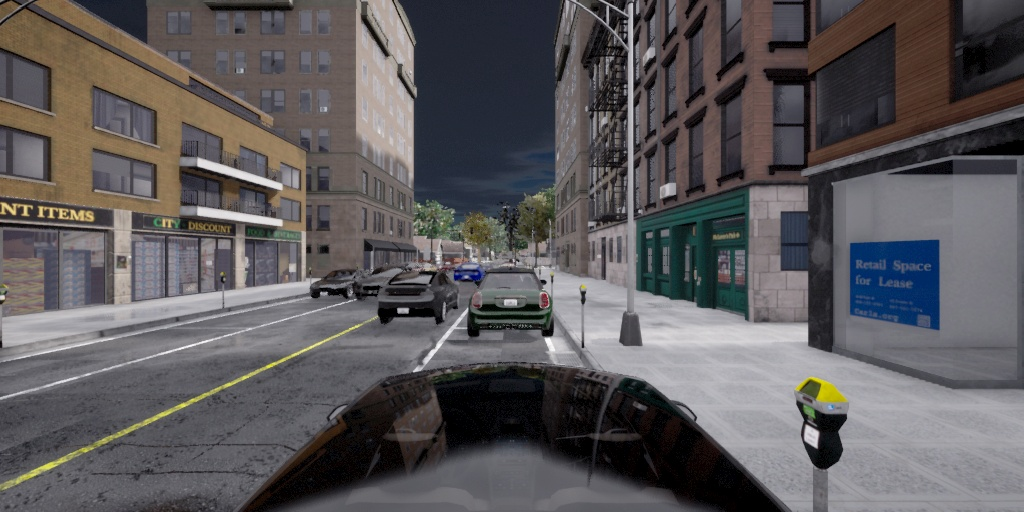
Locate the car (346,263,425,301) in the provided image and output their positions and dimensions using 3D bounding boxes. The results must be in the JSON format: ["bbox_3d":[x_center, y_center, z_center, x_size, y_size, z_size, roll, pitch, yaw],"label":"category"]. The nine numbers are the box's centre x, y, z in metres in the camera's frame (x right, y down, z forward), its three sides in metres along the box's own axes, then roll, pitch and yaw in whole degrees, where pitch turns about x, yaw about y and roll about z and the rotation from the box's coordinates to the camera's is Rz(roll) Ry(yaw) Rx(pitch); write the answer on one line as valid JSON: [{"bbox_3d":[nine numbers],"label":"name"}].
[{"bbox_3d":[-5.869,1.255,17.358,1.837,1.490,4.892,0,0,0],"label":"car"}]

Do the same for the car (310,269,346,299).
[{"bbox_3d":[-8.408,1.316,18.201,1.948,1.339,4.313,0,0,0],"label":"car"}]

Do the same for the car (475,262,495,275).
[{"bbox_3d":[-2.922,1.364,39.715,1.895,1.301,4.718,0,0,0],"label":"car"}]

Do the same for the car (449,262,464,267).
[{"bbox_3d":[-3.024,1.231,26.193,1.882,1.535,5.008,0,0,0],"label":"car"}]

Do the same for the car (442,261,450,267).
[{"bbox_3d":[-8.408,1.204,40.275,1.967,1.591,4.097,0,0,0],"label":"car"}]

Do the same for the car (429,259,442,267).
[{"bbox_3d":[-8.408,1.285,34.586,1.751,1.417,4.829,0,0,0],"label":"car"}]

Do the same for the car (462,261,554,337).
[{"bbox_3d":[-0.033,1.103,10.470,2.097,1.767,4.553,0,0,0],"label":"car"}]

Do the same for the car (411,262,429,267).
[{"bbox_3d":[-8.408,1.195,29.238,1.967,1.591,4.097,0,0,0],"label":"car"}]

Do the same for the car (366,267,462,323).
[{"bbox_3d":[-2.919,1.252,11.992,1.837,1.490,4.892,0,-1,0],"label":"car"}]
